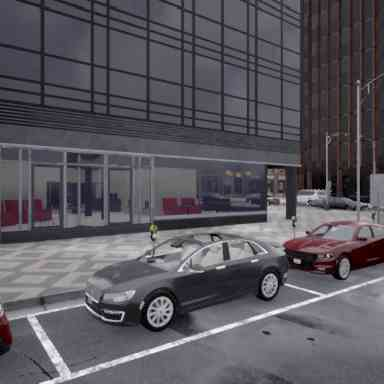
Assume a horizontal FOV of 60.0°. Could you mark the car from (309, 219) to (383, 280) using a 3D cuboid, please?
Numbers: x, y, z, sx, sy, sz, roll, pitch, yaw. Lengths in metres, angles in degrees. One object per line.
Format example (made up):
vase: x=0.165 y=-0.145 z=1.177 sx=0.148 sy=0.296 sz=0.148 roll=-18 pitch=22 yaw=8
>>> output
car: x=4.547 y=1.544 z=9.901 sx=4.507 sy=1.381 sz=1.887 roll=0 pitch=0 yaw=-36

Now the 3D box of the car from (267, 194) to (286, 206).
car: x=8.985 y=0.957 z=42.144 sx=1.837 sy=1.490 sz=4.892 roll=0 pitch=1 yaw=-36

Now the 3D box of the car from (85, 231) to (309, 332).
car: x=0.106 y=1.550 z=6.729 sx=4.403 sy=1.369 sz=2.008 roll=0 pitch=0 yaw=-36

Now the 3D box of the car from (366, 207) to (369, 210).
car: x=8.988 y=1.439 z=13.072 sx=4.097 sy=1.590 sz=1.967 roll=0 pitch=0 yaw=-36

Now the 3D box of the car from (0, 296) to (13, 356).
car: x=-4.335 y=1.440 z=3.558 sx=4.097 sy=1.590 sz=1.967 roll=0 pitch=0 yaw=-36

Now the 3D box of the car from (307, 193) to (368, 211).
car: x=14.916 y=1.198 z=33.780 sx=2.033 sy=1.411 sz=5.357 roll=0 pitch=1 yaw=-41

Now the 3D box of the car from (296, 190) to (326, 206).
car: x=13.881 y=0.748 z=40.809 sx=2.150 sy=2.045 sz=5.566 roll=0 pitch=1 yaw=-36
